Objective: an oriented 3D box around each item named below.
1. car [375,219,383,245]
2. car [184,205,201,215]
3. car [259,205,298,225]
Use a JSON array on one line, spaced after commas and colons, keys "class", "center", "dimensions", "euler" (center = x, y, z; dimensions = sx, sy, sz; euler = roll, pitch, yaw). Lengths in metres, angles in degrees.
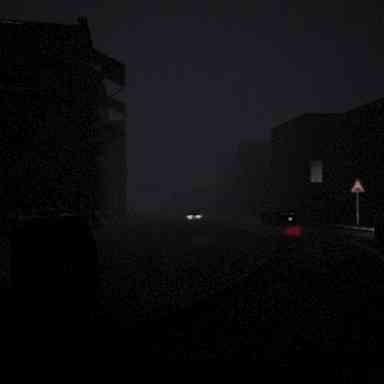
[{"class": "car", "center": [8.075, 1.409, 12.006], "dimensions": [2.128, 1.511, 4.902], "euler": [-1, 0, 16]}, {"class": "car", "center": [0.081, 2.727, 49.847], "dimensions": [1.994, 1.385, 4.181], "euler": [-1, 0, -10]}, {"class": "car", "center": [7.258, 1.926, 28.352], "dimensions": [1.837, 1.490, 4.892], "euler": [-1, -2, -10]}]
